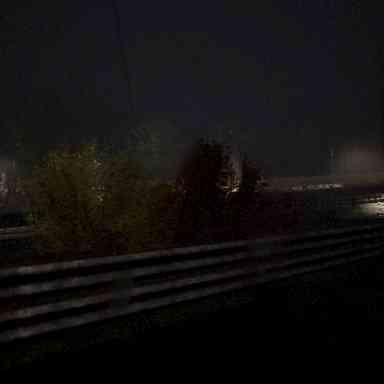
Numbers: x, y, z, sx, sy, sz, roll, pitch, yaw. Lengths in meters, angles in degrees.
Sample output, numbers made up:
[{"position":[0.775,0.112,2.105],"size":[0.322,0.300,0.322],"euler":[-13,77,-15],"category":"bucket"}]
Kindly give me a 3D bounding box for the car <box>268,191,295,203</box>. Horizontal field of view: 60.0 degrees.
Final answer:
[{"position":[13.423,0.916,43.897],"size":[5.566,2.045,2.150],"euler":[-4,2,-17],"category":"car"}]

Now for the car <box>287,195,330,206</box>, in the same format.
[{"position":[14.526,1.272,40.576],"size":[4.674,1.442,1.812],"euler":[-4,2,-17],"category":"car"}]

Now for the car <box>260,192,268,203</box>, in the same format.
[{"position":[12.344,0.863,47.227],"size":[5.566,2.045,2.150],"euler":[-4,2,-17],"category":"car"}]
